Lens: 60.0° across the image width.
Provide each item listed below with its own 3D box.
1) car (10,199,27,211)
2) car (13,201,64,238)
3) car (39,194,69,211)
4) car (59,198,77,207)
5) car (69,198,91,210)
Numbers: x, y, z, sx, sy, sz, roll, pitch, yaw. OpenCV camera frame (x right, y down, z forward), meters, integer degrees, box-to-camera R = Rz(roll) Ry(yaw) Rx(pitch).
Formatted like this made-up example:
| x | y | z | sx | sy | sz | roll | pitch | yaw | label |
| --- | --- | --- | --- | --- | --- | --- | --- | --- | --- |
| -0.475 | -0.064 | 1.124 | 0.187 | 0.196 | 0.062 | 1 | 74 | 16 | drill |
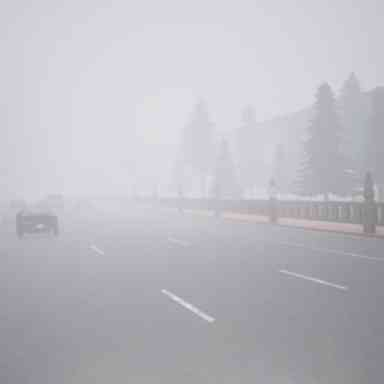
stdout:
| x | y | z | sx | sy | sz | roll | pitch | yaw | label |
| --- | --- | --- | --- | --- | --- | --- | --- | --- | --- |
| -22.720 | 1.669 | 43.764 | 1.812 | 1.442 | 4.674 | -1 | 1 | -29 | car |
| -8.650 | 1.521 | 18.473 | 1.882 | 1.535 | 5.008 | -1 | 0 | -29 | car |
| -16.970 | 1.283 | 40.615 | 2.150 | 2.045 | 5.566 | -1 | 0 | -29 | car |
| -19.303 | 1.602 | 51.819 | 1.994 | 1.385 | 4.181 | -1 | 0 | -29 | car |
| -14.423 | 1.508 | 43.087 | 1.837 | 1.490 | 4.892 | -1 | 0 | -29 | car |
